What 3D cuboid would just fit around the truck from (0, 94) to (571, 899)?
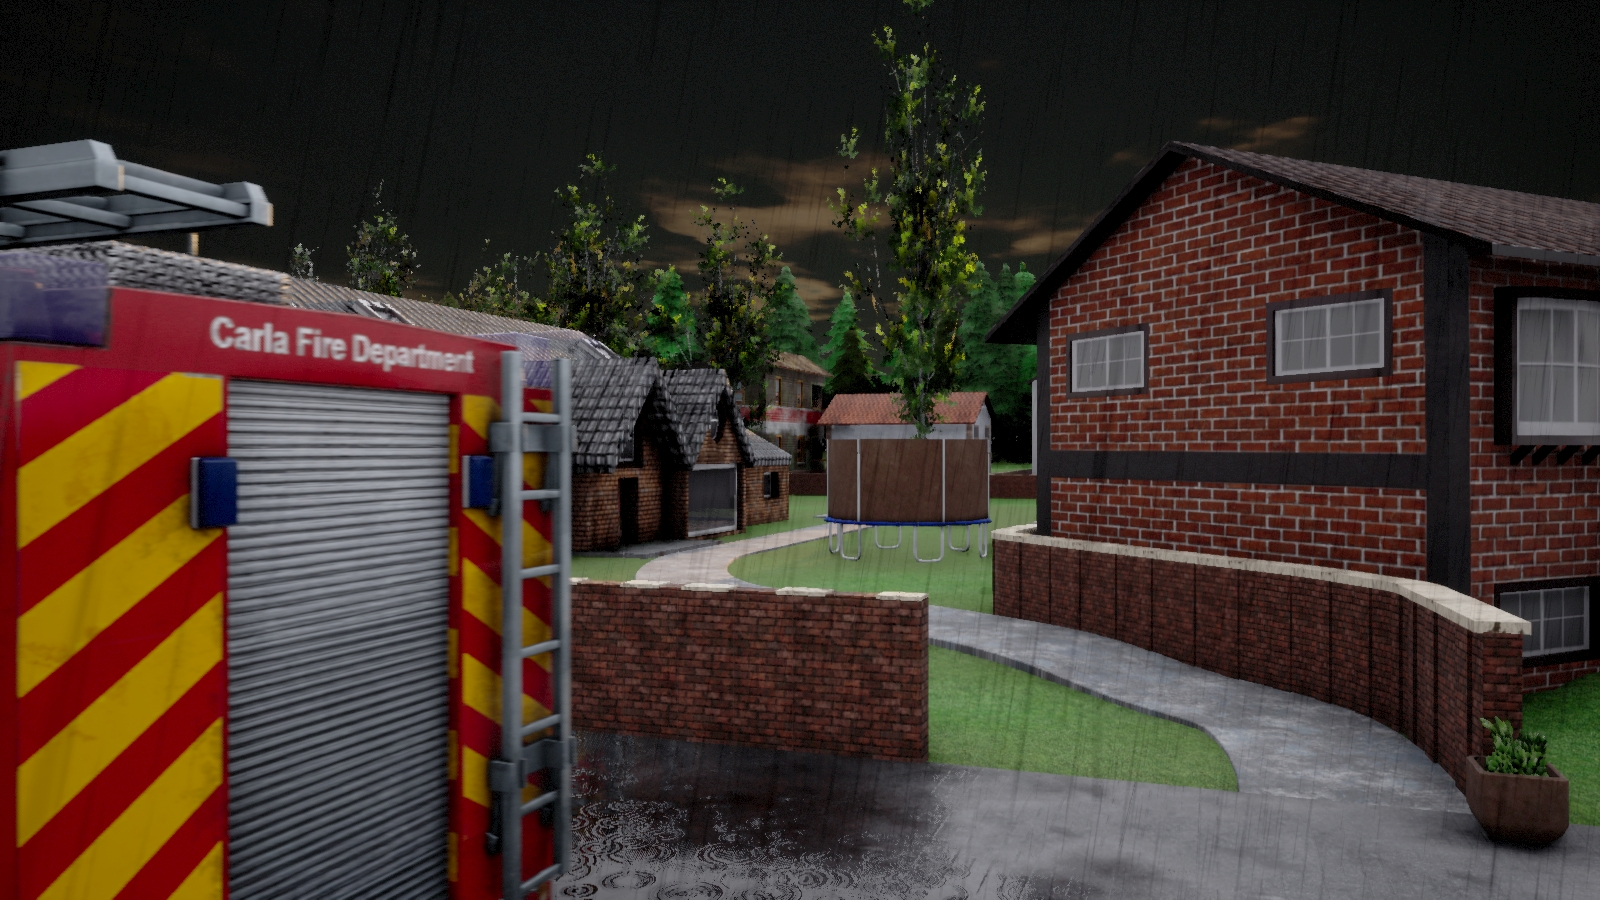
[{"bbox_3d":[-5.671,0.890,6.132,8.468,3.827,2.891,0,0,21],"label":"truck"}]
